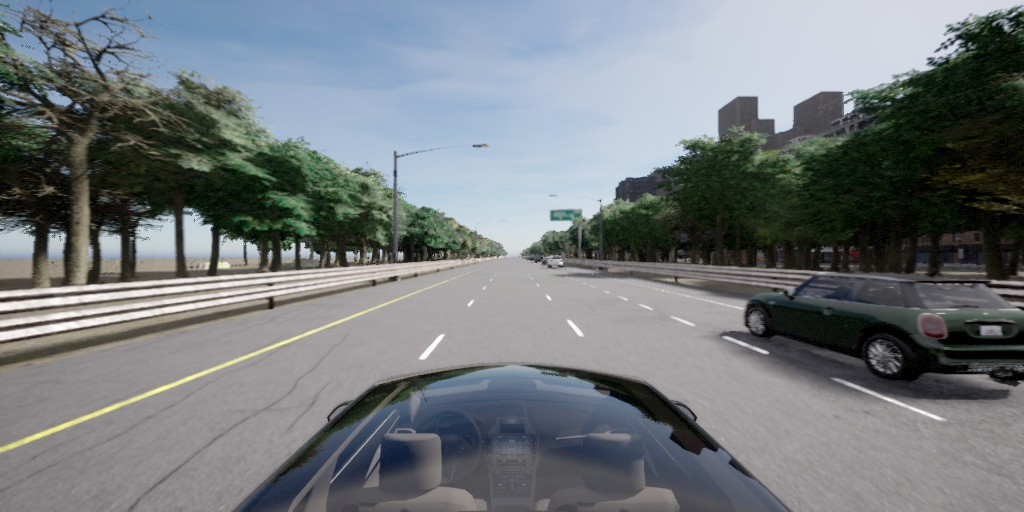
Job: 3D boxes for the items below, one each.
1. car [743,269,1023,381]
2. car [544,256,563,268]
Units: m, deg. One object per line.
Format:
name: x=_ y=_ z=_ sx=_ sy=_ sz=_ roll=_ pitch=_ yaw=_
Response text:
car: x=6.999 y=1.106 z=7.364 sx=2.097 sy=1.767 sz=4.553 roll=0 pitch=0 yaw=0
car: x=7.172 y=0.972 z=60.386 sx=2.150 sy=2.045 sz=5.566 roll=0 pitch=0 yaw=0
